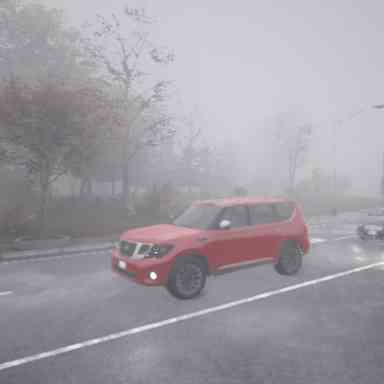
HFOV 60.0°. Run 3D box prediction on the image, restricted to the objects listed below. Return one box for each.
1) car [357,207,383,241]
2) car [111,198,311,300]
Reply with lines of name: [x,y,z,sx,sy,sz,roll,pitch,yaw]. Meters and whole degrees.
car: [9.242,1.336,14.771,4.902,1.511,2.128,-1,1,-36]
car: [0.764,1.188,8.717,5.566,2.045,2.150,0,0,-35]
